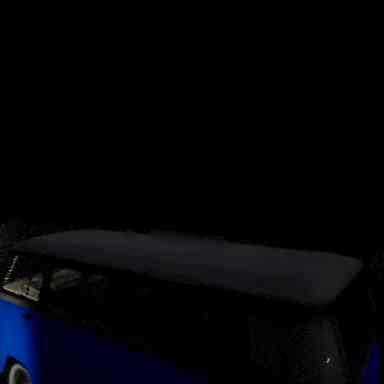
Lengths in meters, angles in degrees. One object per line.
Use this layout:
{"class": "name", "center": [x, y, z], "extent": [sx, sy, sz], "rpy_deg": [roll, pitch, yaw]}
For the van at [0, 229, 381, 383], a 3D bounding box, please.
{"class": "van", "center": [-0.365, 1.347, 3.225], "extent": [3.998, 1.788, 1.690], "rpy_deg": [0, 0, 35]}
